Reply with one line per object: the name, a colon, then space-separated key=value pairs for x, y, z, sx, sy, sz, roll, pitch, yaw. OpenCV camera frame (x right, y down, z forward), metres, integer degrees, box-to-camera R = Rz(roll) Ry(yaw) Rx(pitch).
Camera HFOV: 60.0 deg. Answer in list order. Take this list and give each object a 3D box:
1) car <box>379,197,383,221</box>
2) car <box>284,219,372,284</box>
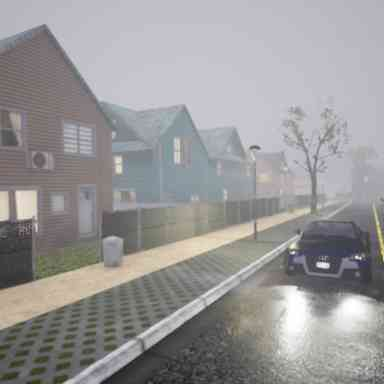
car: x=15.229 y=0.998 z=24.462 sx=2.150 sy=2.045 sz=5.566 roll=0 pitch=0 yaw=29
car: x=3.956 y=1.490 z=9.413 sx=1.994 sy=1.385 sz=4.181 roll=0 pitch=0 yaw=28
